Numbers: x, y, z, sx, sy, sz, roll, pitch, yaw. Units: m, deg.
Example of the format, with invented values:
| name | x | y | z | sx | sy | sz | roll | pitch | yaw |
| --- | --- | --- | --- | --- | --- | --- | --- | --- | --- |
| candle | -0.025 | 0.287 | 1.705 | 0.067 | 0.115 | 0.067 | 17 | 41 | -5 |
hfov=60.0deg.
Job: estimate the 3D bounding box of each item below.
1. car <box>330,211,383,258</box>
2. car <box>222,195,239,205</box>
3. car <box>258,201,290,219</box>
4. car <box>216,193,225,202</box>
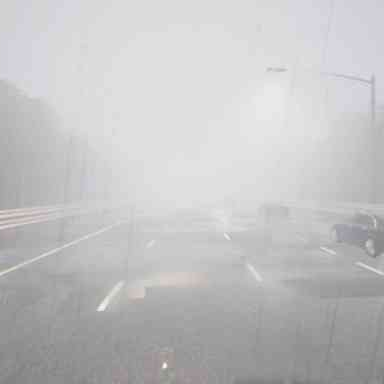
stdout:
| name | x | y | z | sx | sy | sz | roll | pitch | yaw |
| --- | --- | --- | --- | --- | --- | --- | --- | --- | --- |
| car | 6.998 | 1.509 | 12.766 | 1.837 | 1.490 | 4.892 | 0 | 0 | 0 |
| car | 7.035 | 1.572 | 61.007 | 1.812 | 1.442 | 4.674 | 0 | 0 | 0 |
| car | 6.995 | 1.503 | 28.870 | 1.882 | 1.535 | 5.008 | 0 | 0 | 0 |
| car | 7.092 | 1.590 | 76.148 | 1.812 | 1.442 | 4.674 | 0 | 0 | 0 |
